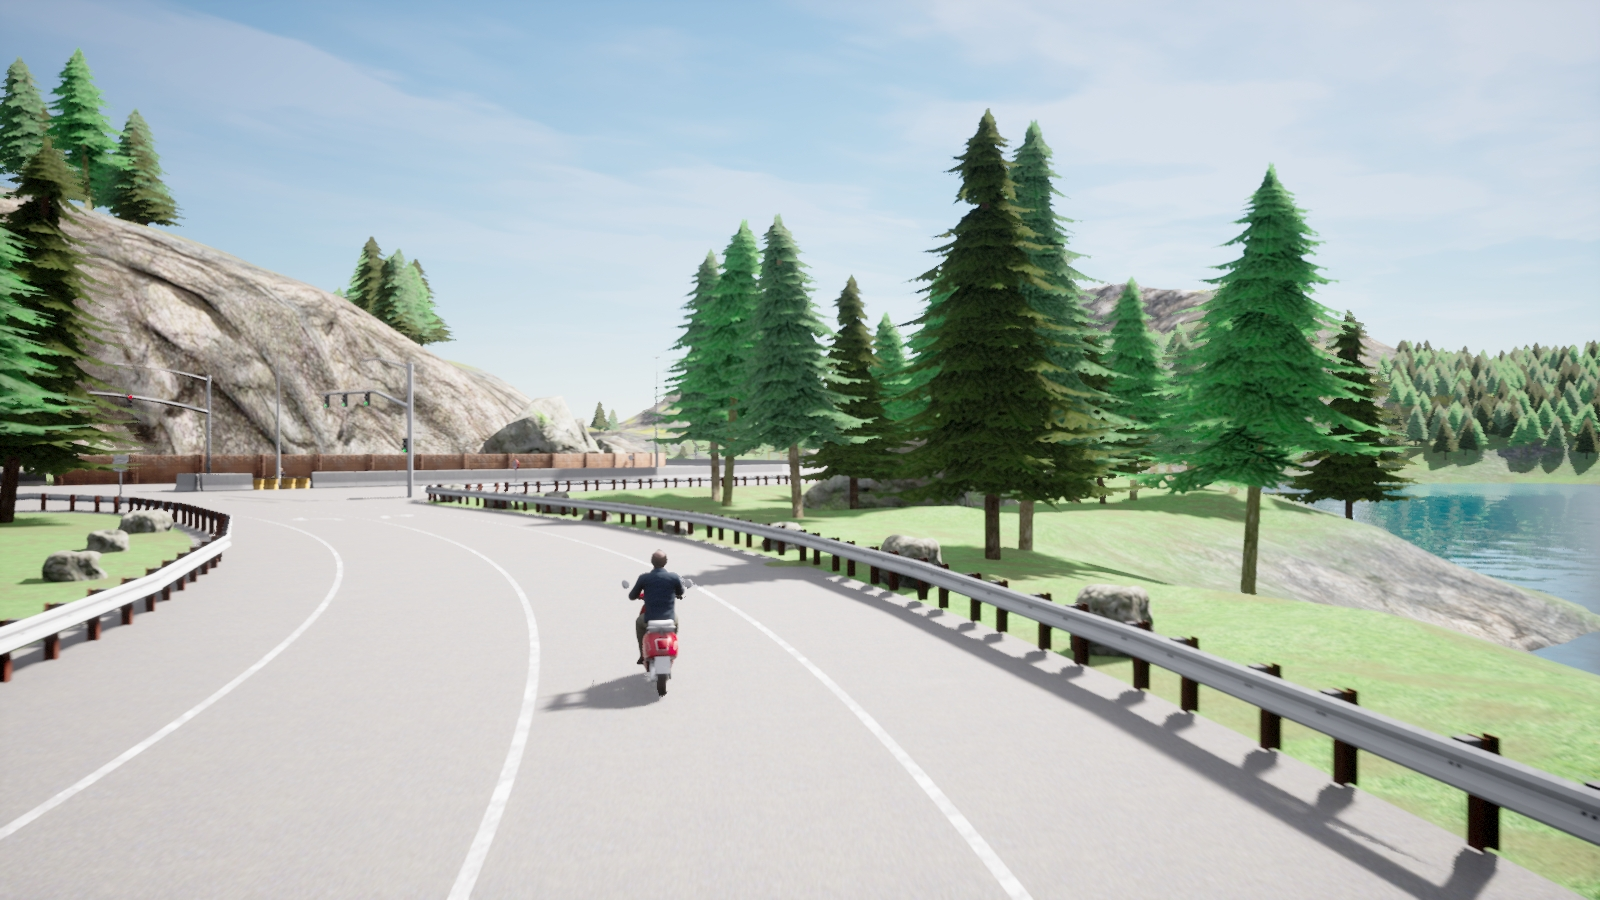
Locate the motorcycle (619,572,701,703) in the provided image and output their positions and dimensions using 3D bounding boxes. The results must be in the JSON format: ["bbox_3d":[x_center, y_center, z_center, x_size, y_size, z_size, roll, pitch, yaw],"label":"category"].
[{"bbox_3d":[-1.697,2.182,13.628,0.856,1.236,1.805,0,0,-10],"label":"motorcycle"}]
